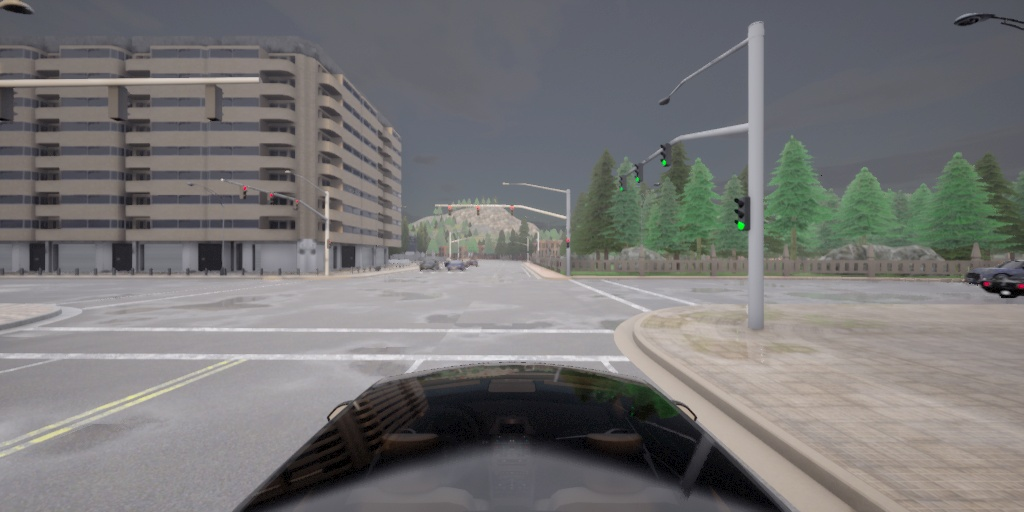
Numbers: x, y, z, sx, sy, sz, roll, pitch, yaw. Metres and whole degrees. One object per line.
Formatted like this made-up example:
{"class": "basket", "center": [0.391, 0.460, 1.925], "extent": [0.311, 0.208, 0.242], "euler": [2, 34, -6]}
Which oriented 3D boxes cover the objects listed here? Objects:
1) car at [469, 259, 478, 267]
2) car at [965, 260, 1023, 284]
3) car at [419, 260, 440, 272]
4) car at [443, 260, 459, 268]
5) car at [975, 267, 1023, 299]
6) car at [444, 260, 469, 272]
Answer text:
{"class": "car", "center": [-7.079, 1.281, 63.677], "extent": [1.994, 1.385, 4.181], "euler": [0, 0, 0]}
{"class": "car", "center": [32.550, 1.035, 22.887], "extent": [4.553, 1.767, 2.097], "euler": [0, 0, 24]}
{"class": "car", "center": [-10.605, 1.231, 46.378], "extent": [1.837, 1.490, 4.892], "euler": [0, 0, 0]}
{"class": "car", "center": [-10.586, 1.318, 62.585], "extent": [1.895, 1.301, 4.718], "euler": [0, 0, 0]}
{"class": "car", "center": [23.378, 1.288, 14.981], "extent": [4.718, 1.301, 1.895], "euler": [0, 0, 11]}
{"class": "car", "center": [-7.106, 1.252, 46.074], "extent": [1.812, 1.442, 4.674], "euler": [0, 0, 0]}
